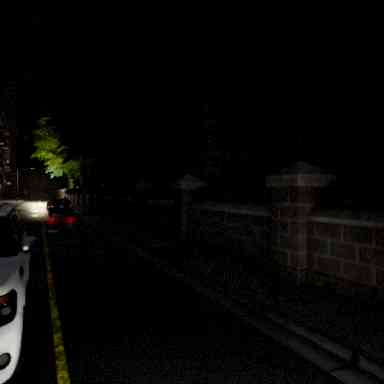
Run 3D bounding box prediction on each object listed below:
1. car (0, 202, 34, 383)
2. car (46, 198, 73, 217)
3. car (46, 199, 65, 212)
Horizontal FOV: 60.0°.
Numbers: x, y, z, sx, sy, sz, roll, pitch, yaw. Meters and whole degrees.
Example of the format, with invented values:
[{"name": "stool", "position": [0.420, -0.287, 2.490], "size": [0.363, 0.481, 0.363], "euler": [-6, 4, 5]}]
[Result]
[{"name": "car", "position": [-3.749, 1.220, 5.189], "size": [2.150, 2.045, 5.566], "euler": [0, 0, -25]}, {"name": "car", "position": [-12.675, 1.357, 31.936], "size": [2.097, 1.767, 4.553], "euler": [0, 0, -25]}, {"name": "car", "position": [-16.818, 1.572, 40.916], "size": [1.994, 1.385, 4.181], "euler": [0, 0, -25]}]
